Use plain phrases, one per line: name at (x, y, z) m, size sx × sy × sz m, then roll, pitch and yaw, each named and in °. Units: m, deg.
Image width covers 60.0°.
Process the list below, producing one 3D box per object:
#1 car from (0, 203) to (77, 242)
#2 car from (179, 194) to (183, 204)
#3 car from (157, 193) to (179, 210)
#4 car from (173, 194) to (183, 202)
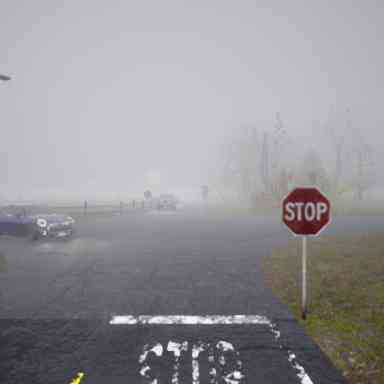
car at (-7.842, 1.367, 16.449) m, size 4.553 × 1.767 × 2.097 m, roll 0°, pitch 0°, yaw 32°
car at (-3.158, 1.523, 59.061) m, size 1.895 × 1.301 × 4.718 m, roll 0°, pitch 0°, yaw 0°
car at (-3.154, 1.175, 42.127) m, size 2.150 × 2.045 × 5.566 m, roll 0°, pitch 0°, yaw 0°
car at (-3.144, 1.235, 73.950) m, size 2.097 × 1.767 × 4.553 m, roll 0°, pitch 0°, yaw 0°
